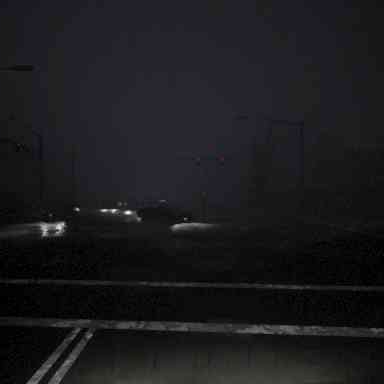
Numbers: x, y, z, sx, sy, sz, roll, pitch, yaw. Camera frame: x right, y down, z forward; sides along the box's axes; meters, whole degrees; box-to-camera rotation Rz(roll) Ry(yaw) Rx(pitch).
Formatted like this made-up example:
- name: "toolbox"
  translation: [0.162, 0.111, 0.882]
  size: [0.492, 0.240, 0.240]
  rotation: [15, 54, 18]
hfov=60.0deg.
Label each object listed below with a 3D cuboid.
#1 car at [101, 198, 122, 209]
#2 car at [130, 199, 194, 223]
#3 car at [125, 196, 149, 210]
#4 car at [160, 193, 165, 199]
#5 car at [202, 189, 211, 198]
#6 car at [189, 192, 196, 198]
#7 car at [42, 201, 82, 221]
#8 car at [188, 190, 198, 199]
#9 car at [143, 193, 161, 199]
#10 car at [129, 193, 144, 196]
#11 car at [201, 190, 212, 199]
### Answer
- name: "car"
  translation: [-10.499, 1.460, 43.472]
  size: [1.994, 1.385, 4.181]
  rotation: [0, 1, 0]
- name: "car"
  translation: [-2.244, 1.531, 25.510]
  size: [2.033, 1.411, 5.357]
  rotation: [0, 0, -42]
- name: "car"
  translation: [-7.002, 1.509, 42.194]
  size: [1.895, 1.301, 4.718]
  rotation: [0, 1, 0]
- name: "car"
  translation: [-6.830, 0.954, 71.749]
  size: [1.882, 1.535, 5.008]
  rotation: [0, 1, 0]
- name: "car"
  translation: [3.708, 0.378, 87.560]
  size: [2.150, 2.045, 5.566]
  rotation: [0, 1, 0]
- name: "car"
  translation: [0.207, 0.685, 87.179]
  size: [1.812, 1.442, 4.674]
  rotation: [0, 1, 0]
- name: "car"
  translation: [-10.540, 1.478, 27.265]
  size: [2.128, 1.511, 4.902]
  rotation: [0, 0, 0]
- name: "car"
  translation: [0.181, 0.604, 76.503]
  size: [2.150, 2.045, 5.566]
  rotation: [0, 1, 0]
- name: "car"
  translation: [-6.948, 1.323, 57.831]
  size: [1.895, 1.301, 4.718]
  rotation: [0, 1, 0]
- name: "car"
  translation: [-10.440, 1.256, 58.782]
  size: [2.033, 1.411, 5.357]
  rotation: [0, 1, 0]
- name: "car"
  translation: [3.685, 0.910, 77.567]
  size: [1.994, 1.385, 4.181]
  rotation: [0, 1, 0]
